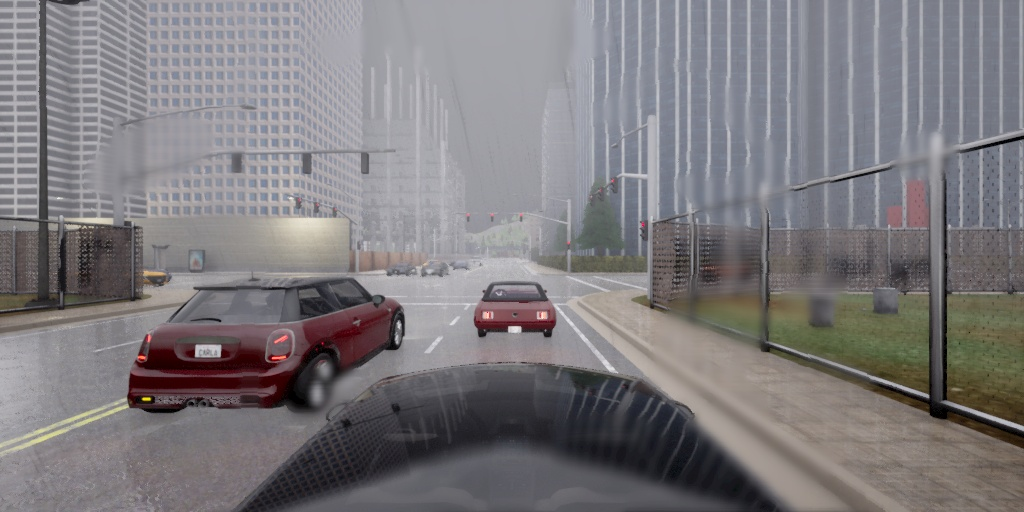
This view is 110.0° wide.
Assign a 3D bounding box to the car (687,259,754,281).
[{"bbox_3d":[16.589,1.047,28.723,4.553,1.767,2.097,0,0,0],"label":"car"}]

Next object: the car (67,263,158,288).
[{"bbox_3d":[-23.725,1.172,21.601,5.008,1.535,1.882,1,0,0],"label":"car"}]

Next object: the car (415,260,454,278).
[{"bbox_3d":[-7.106,1.215,33.400,2.128,1.511,4.902,0,0,0],"label":"car"}]

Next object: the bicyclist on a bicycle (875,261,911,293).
[{"bbox_3d":[18.801,0.995,17.737,0.582,1.620,1.656,0,0,0],"label":"bicyclist on a bicycle"}]

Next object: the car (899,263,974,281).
[{"bbox_3d":[33.913,1.220,28.673,4.674,1.442,1.812,0,0,0],"label":"car"}]

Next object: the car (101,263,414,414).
[{"bbox_3d":[-3.443,1.102,6.207,2.097,1.767,4.553,0,0,0],"label":"car"}]

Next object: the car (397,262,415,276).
[{"bbox_3d":[-10.605,1.291,34.712,1.994,1.385,4.181,0,0,0],"label":"car"}]

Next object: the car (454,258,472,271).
[{"bbox_3d":[-7.091,1.275,50.346,1.812,1.442,4.674,0,0,0],"label":"car"}]

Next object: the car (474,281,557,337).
[{"bbox_3d":[0.077,1.351,10.212,1.895,1.301,4.718,0,0,0],"label":"car"}]
